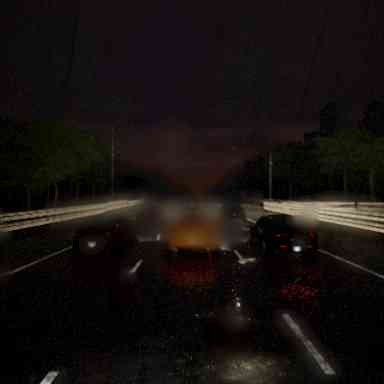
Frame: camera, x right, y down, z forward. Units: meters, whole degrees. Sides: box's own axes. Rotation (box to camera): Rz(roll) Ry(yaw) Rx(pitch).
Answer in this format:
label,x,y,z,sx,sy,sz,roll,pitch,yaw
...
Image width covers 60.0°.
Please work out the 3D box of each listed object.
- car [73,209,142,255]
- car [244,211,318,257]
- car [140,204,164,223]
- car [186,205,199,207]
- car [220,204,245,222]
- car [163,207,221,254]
label,x,y,z,sx,sy,sz,roll,pitch,yaw
car,-3.473,1.663,13.899,1.812,1.442,4.674,0,0,1
car,3.521,1.640,13.494,1.837,1.490,4.892,0,0,0
car,-3.478,1.764,28.499,2.128,1.511,4.902,0,0,0
car,0.024,1.835,28.427,1.994,1.385,4.181,0,0,0
car,3.529,1.755,29.224,1.882,1.535,5.008,0,0,0
car,0.028,1.618,14.229,1.882,1.535,5.008,0,0,0
